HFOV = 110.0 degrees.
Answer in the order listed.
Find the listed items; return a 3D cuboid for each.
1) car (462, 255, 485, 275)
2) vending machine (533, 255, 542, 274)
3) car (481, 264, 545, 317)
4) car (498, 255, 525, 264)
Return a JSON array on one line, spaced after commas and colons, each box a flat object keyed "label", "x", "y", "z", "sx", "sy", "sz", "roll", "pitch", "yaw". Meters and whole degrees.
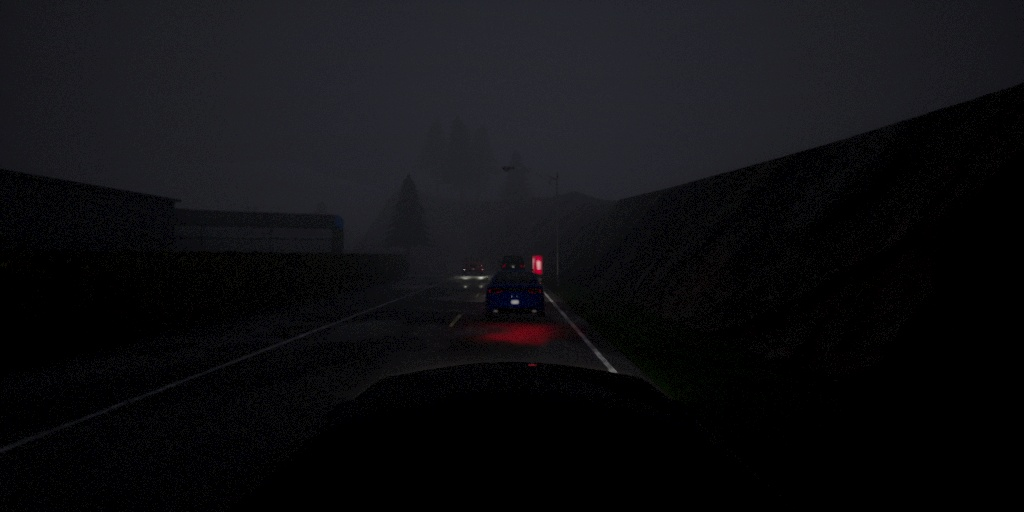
[{"label": "car", "x": -4.134, "y": 0.948, "z": 38.266, "sx": 2.150, "sy": 2.045, "sz": 5.566, "roll": 0, "pitch": 0, "yaw": -6}, {"label": "vending machine", "x": 2.800, "y": 0.921, "z": 39.167, "sx": 1.100, "sy": 2.100, "sz": 0.880, "roll": 0, "pitch": 0, "yaw": -10}, {"label": "car", "x": 0.099, "y": 1.220, "z": 13.217, "sx": 1.882, "sy": 1.535, "sz": 5.008, "roll": 0, "pitch": 0, "yaw": 0}, {"label": "car", "x": -0.035, "y": 0.952, "z": 31.782, "sx": 2.150, "sy": 2.045, "sz": 5.566, "roll": 0, "pitch": 0, "yaw": -3}]
